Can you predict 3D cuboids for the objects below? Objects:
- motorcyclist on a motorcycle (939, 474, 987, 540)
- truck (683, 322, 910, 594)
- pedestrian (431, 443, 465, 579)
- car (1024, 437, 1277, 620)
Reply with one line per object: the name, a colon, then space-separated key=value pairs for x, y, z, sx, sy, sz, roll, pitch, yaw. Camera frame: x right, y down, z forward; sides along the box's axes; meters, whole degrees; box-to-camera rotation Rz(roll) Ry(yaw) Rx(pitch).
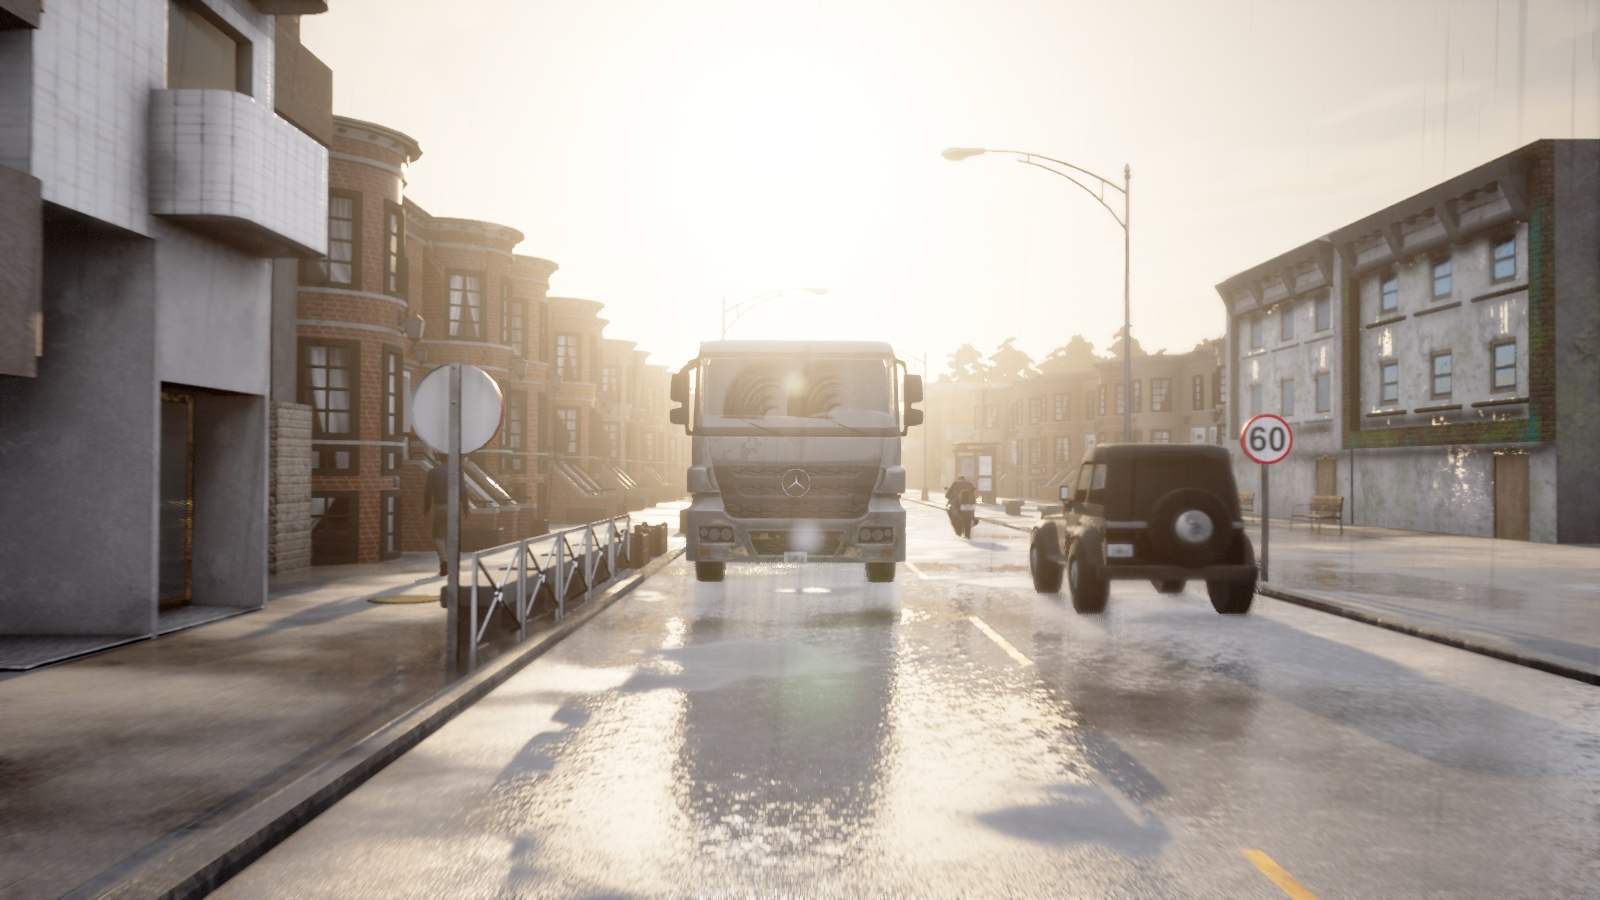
motorcyclist on a motorcycle: x=3.922 y=1.343 z=30.412 sx=0.866 sy=1.530 sz=2.191 roll=0 pitch=-1 yaw=0
truck: x=-0.055 y=0.168 z=20.009 sx=2.891 sy=3.462 sz=7.936 roll=0 pitch=-1 yaw=0
pedestrian: x=-4.871 y=0.835 z=17.369 sx=0.370 sy=1.835 sz=0.726 roll=0 pitch=-1 yaw=-22
car: x=3.960 y=0.844 z=14.896 sx=1.905 sy=1.878 sz=3.866 roll=0 pitch=-1 yaw=0
